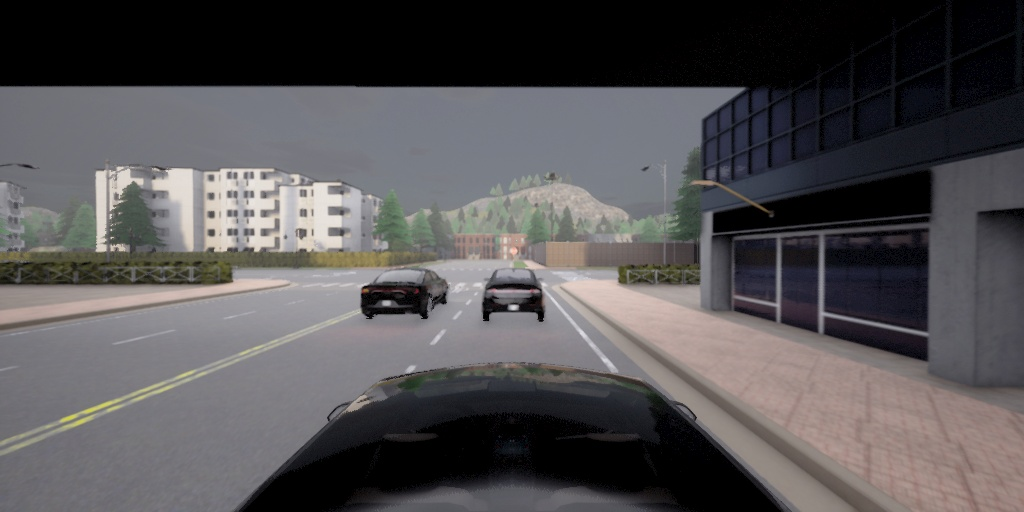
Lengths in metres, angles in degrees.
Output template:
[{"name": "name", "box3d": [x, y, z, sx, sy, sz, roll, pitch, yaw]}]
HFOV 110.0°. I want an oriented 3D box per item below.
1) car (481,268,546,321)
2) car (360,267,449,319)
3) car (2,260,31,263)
[{"name": "car", "box3d": [0.055, 1.139, 11.964, 2.128, 1.511, 4.902, 0, 1, 0]}, {"name": "car", "box3d": [-3.442, 1.122, 12.369, 1.882, 1.535, 5.008, 0, 1, 0]}, {"name": "car", "box3d": [-42.605, 1.026, 30.856, 4.181, 1.385, 1.994, 0, 1, 0]}]
